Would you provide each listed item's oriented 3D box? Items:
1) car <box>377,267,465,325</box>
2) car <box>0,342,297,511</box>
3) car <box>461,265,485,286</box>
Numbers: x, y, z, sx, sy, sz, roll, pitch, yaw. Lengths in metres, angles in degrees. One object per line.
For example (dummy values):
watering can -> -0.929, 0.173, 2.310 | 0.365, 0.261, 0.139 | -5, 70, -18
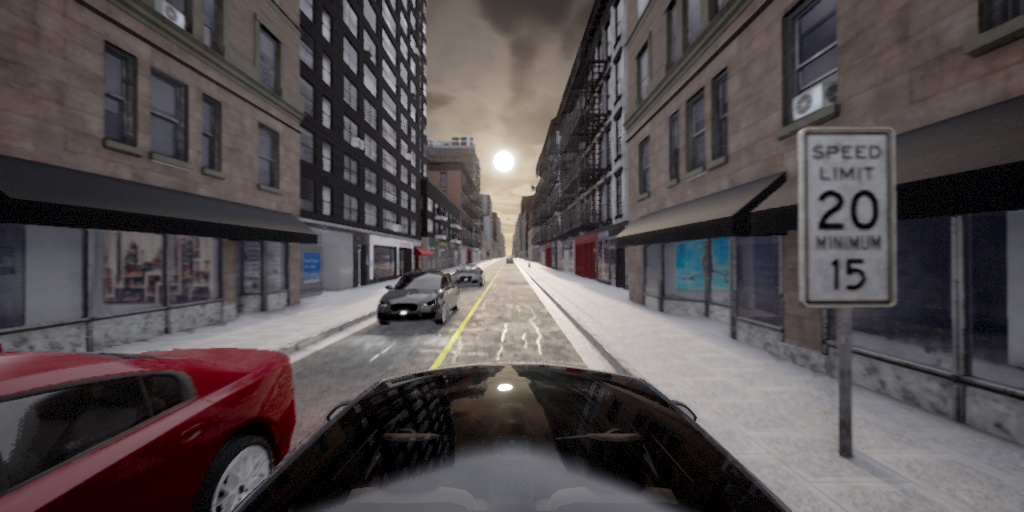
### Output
car -> -2.901, 1.269, 11.974 | 1.837, 1.490, 4.892 | 0, 0, 0
car -> -2.835, 1.241, 1.110 | 1.882, 1.535, 5.008 | 0, 0, 0
car -> -2.961, 1.321, 25.117 | 1.994, 1.385, 4.181 | 0, 0, 0
